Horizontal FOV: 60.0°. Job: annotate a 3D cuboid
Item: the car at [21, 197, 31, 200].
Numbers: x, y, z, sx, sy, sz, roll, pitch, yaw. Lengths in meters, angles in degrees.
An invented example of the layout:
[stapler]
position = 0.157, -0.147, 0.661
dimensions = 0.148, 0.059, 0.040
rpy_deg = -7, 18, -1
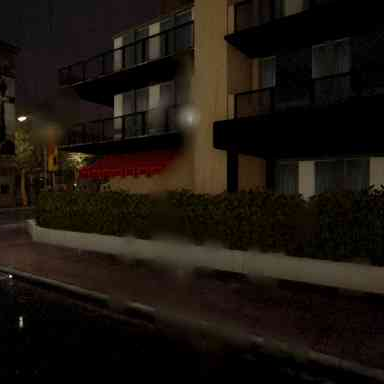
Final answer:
[car]
position = -35.601, 1.481, 67.658
dimensions = 4.892, 1.521, 2.231
rpy_deg = 0, 0, 36
